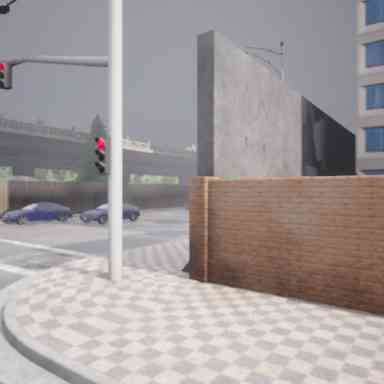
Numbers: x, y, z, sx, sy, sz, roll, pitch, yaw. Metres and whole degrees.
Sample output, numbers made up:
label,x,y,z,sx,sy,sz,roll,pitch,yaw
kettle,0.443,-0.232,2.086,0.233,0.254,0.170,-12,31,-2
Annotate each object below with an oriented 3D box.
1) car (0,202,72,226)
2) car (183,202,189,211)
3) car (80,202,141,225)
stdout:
label,x,y,z,sx,sy,sz,roll,pitch,yaw
car,-10.584,1.449,22.953,1.812,1.442,4.674,0,0,36
car,0.887,1.448,38.941,1.812,1.442,4.674,0,0,36
car,-5.685,1.452,23.747,1.812,1.442,4.674,0,0,35
